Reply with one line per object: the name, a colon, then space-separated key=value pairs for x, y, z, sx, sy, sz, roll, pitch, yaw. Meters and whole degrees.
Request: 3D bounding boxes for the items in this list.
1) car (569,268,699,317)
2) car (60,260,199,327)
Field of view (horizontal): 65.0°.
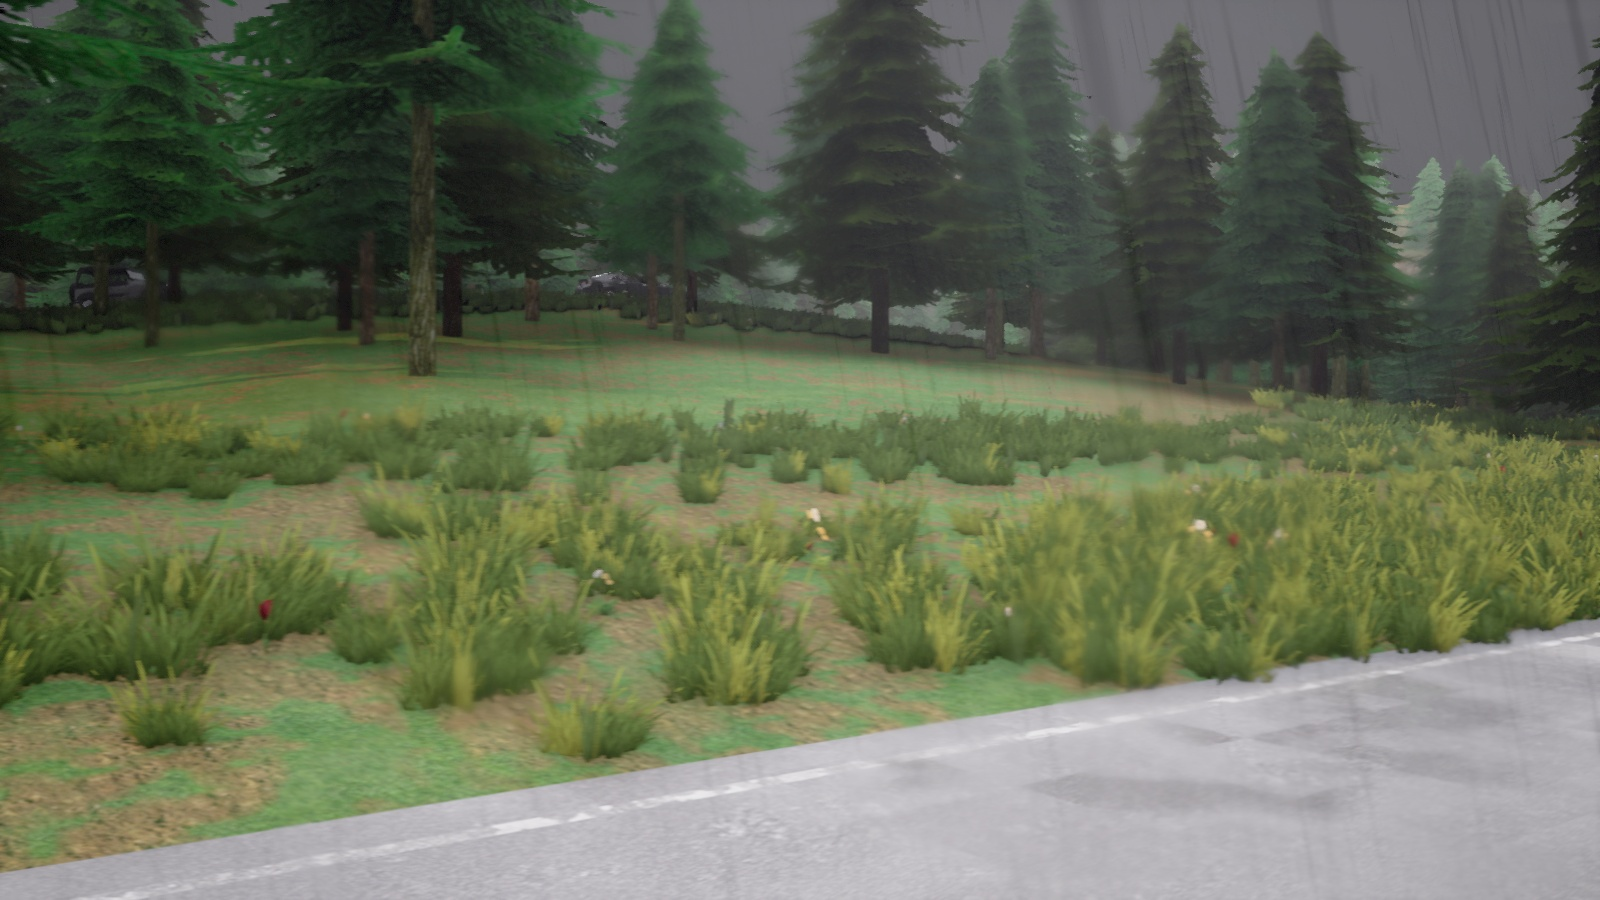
car: x=-6.701 y=-6.345 z=50.893 sx=4.892 sy=1.490 sz=1.837 roll=0 pitch=0 yaw=-32
car: x=-24.127 y=-5.622 z=45.298 sx=3.866 sy=1.878 sz=1.905 roll=-5 pitch=0 yaw=-1
